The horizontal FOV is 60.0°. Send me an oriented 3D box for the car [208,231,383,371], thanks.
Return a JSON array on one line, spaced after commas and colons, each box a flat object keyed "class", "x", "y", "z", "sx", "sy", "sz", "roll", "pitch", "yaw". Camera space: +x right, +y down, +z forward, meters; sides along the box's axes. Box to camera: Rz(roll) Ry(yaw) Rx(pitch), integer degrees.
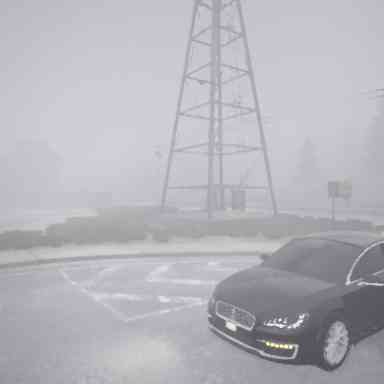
[{"class": "car", "x": 2.492, "y": 1.495, "z": 5.754, "sx": 4.892, "sy": 1.490, "sz": 1.837, "roll": 0, "pitch": 0, "yaw": -35}]
